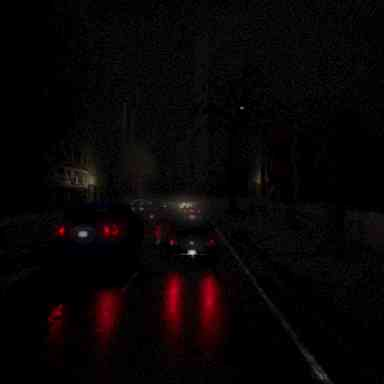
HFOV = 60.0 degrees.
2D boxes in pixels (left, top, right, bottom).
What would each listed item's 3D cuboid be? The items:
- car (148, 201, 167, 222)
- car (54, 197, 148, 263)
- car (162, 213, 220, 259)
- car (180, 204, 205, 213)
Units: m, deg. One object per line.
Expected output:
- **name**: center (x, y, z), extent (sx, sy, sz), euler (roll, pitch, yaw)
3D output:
- **car**: center (-3.208, 1.802, 28.904), extent (1.812, 1.442, 4.674), euler (0, 0, 1)
- **car**: center (-3.233, 1.351, 12.590), extent (2.150, 2.045, 5.566), euler (0, 0, 0)
- **car**: center (0.026, 1.734, 13.256), extent (1.895, 1.301, 4.718), euler (0, -1, 1)
- **car**: center (0.039, 1.766, 28.507), extent (2.128, 1.511, 4.902), euler (0, 0, 1)
